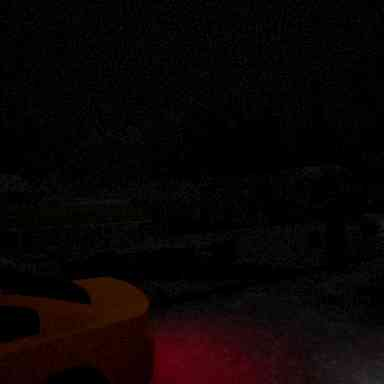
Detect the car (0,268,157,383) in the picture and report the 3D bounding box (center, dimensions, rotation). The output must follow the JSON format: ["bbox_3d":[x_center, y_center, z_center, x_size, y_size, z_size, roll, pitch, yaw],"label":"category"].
[{"bbox_3d":[-2.715,1.478,2.692,5.008,1.535,1.882,0,0,-35],"label":"car"}]

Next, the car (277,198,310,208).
[{"bbox_3d":[11.652,1.496,37.186,1.837,1.490,4.892,0,1,-35],"label":"car"}]

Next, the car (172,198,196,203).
[{"bbox_3d":[-1.314,1.595,55.816,1.895,1.301,4.718,0,0,-35],"label":"car"}]
